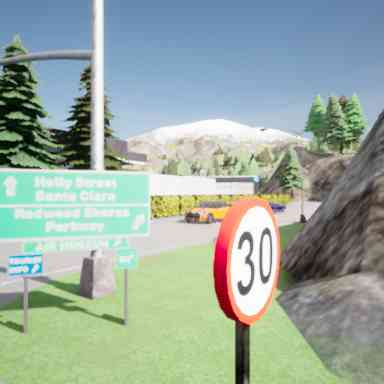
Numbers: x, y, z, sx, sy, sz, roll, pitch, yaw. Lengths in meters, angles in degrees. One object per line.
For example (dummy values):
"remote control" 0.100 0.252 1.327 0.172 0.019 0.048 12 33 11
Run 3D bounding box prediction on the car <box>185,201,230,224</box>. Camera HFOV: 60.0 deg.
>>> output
"car" 1.380 1.523 26.844 2.097 1.767 4.553 0 0 36

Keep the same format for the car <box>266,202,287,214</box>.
"car" 8.871 1.771 37.161 1.895 1.301 4.718 0 0 36
